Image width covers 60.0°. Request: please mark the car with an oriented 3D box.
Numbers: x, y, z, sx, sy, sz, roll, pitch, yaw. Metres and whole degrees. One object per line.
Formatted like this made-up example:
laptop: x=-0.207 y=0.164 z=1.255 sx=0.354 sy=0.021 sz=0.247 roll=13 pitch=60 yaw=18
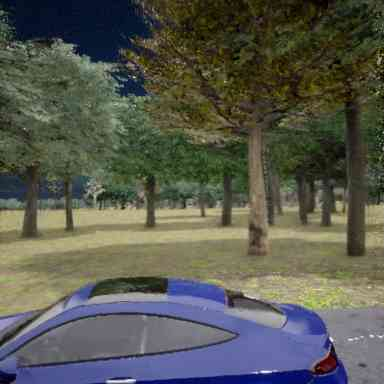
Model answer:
car: x=-0.872 y=1.675 z=3.405 sx=4.674 sy=1.442 sz=1.812 roll=-1 pitch=-2 yaw=-4
